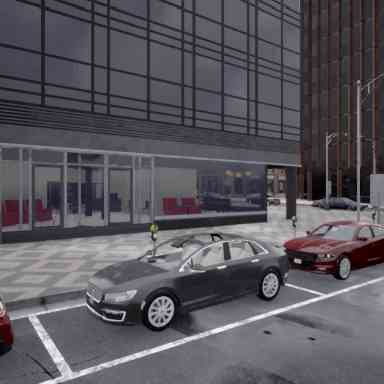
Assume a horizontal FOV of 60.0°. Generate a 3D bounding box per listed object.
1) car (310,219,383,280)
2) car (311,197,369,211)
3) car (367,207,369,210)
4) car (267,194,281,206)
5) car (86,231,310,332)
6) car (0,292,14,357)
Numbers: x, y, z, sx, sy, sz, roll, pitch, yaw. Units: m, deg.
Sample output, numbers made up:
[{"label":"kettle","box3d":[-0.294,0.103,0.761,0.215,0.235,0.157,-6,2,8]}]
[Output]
[{"label":"car","box3d":[4.564,1.545,9.912,4.507,1.381,1.887,0,0,-36]},{"label":"car","box3d":[14.933,1.203,33.792,2.033,1.411,5.357,0,1,-41]},{"label":"car","box3d":[9.005,1.441,13.084,4.097,1.590,1.967,0,0,-36]},{"label":"car","box3d":[9.002,0.961,42.155,1.837,1.490,4.892,0,1,-36]},{"label":"car","box3d":[0.123,1.551,6.741,4.403,1.369,2.008,0,0,-36]},{"label":"car","box3d":[-4.318,1.440,3.570,4.097,1.590,1.967,0,0,-36]}]
